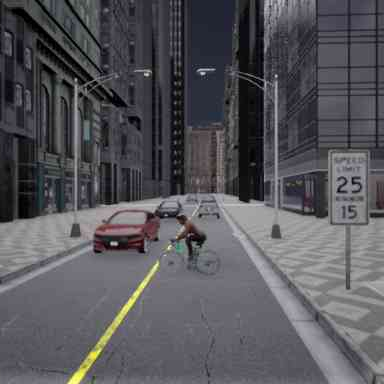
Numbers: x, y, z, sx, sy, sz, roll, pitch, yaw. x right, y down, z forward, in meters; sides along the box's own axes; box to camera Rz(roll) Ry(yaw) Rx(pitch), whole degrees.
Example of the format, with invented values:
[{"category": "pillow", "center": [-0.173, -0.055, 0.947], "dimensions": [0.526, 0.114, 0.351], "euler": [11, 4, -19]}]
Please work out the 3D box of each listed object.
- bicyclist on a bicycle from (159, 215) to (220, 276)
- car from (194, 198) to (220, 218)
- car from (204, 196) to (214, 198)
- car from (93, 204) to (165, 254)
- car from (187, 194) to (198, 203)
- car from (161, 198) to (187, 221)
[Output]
[{"category": "bicyclist on a bicycle", "center": [-0.080, 1.442, 8.887], "dimensions": [1.656, 1.620, 0.582], "euler": [-1, 0, 3]}, {"category": "car", "center": [1.548, 1.530, 29.949], "dimensions": [2.033, 1.411, 5.357], "euler": [0, 0, 3]}, {"category": "car", "center": [2.327, 1.289, 45.301], "dimensions": [2.097, 1.767, 4.553], "euler": [0, 0, 5]}, {"category": "car", "center": [-2.492, 1.476, 13.683], "dimensions": [1.882, 1.535, 5.008], "euler": [0, 0, 3]}, {"category": "car", "center": [0.093, 1.198, 63.239], "dimensions": [2.097, 1.767, 4.553], "euler": [0, 0, 3]}, {"category": "car", "center": [-1.782, 1.466, 27.123], "dimensions": [1.882, 1.535, 5.008], "euler": [0, 0, 3]}]
